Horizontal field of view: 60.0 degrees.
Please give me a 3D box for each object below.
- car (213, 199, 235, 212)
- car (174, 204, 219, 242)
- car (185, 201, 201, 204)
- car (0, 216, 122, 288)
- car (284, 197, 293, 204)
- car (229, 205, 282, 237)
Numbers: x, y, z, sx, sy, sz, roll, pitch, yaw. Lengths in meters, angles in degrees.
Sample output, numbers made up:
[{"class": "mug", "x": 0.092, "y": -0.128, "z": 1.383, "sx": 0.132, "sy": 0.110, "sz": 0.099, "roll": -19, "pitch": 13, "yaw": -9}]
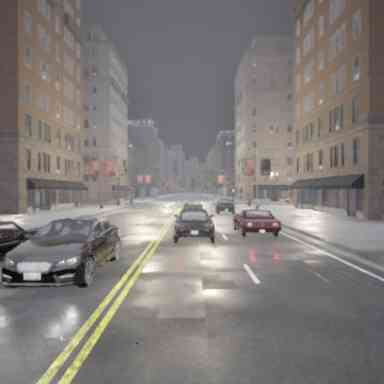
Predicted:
[{"class": "car", "x": 3.348, "y": 1.464, "z": 34.514, "sx": 1.837, "sy": 1.490, "sz": 4.892, "roll": 0, "pitch": 0, "yaw": 0}, {"class": "car", "x": 0.098, "y": 1.507, "z": 16.020, "sx": 1.812, "sy": 1.442, "sz": 4.674, "roll": 0, "pitch": 0, "yaw": 0}, {"class": "car", "x": 0.097, "y": 1.562, "z": 33.263, "sx": 1.895, "sy": 1.301, "sz": 4.718, "roll": 0, "pitch": 0, "yaw": 0}, {"class": "car", "x": -3.285, "y": 1.481, "z": 9.324, "sx": 2.128, "sy": 1.511, "sz": 4.902, "roll": 0, "pitch": 0, "yaw": 0}, {"class": "car", "x": 18.912, "y": 1.346, "z": 60.426, "sx": 4.097, "sy": 1.590, "sz": 1.967, "roll": 0, "pitch": 0, "yaw": 0}, {"class": "car", "x": 3.349, "y": 1.579, "z": 18.036, "sx": 1.895, "sy": 1.301, "sz": 4.718, "roll": 0, "pitch": 0, "yaw": 0}]
